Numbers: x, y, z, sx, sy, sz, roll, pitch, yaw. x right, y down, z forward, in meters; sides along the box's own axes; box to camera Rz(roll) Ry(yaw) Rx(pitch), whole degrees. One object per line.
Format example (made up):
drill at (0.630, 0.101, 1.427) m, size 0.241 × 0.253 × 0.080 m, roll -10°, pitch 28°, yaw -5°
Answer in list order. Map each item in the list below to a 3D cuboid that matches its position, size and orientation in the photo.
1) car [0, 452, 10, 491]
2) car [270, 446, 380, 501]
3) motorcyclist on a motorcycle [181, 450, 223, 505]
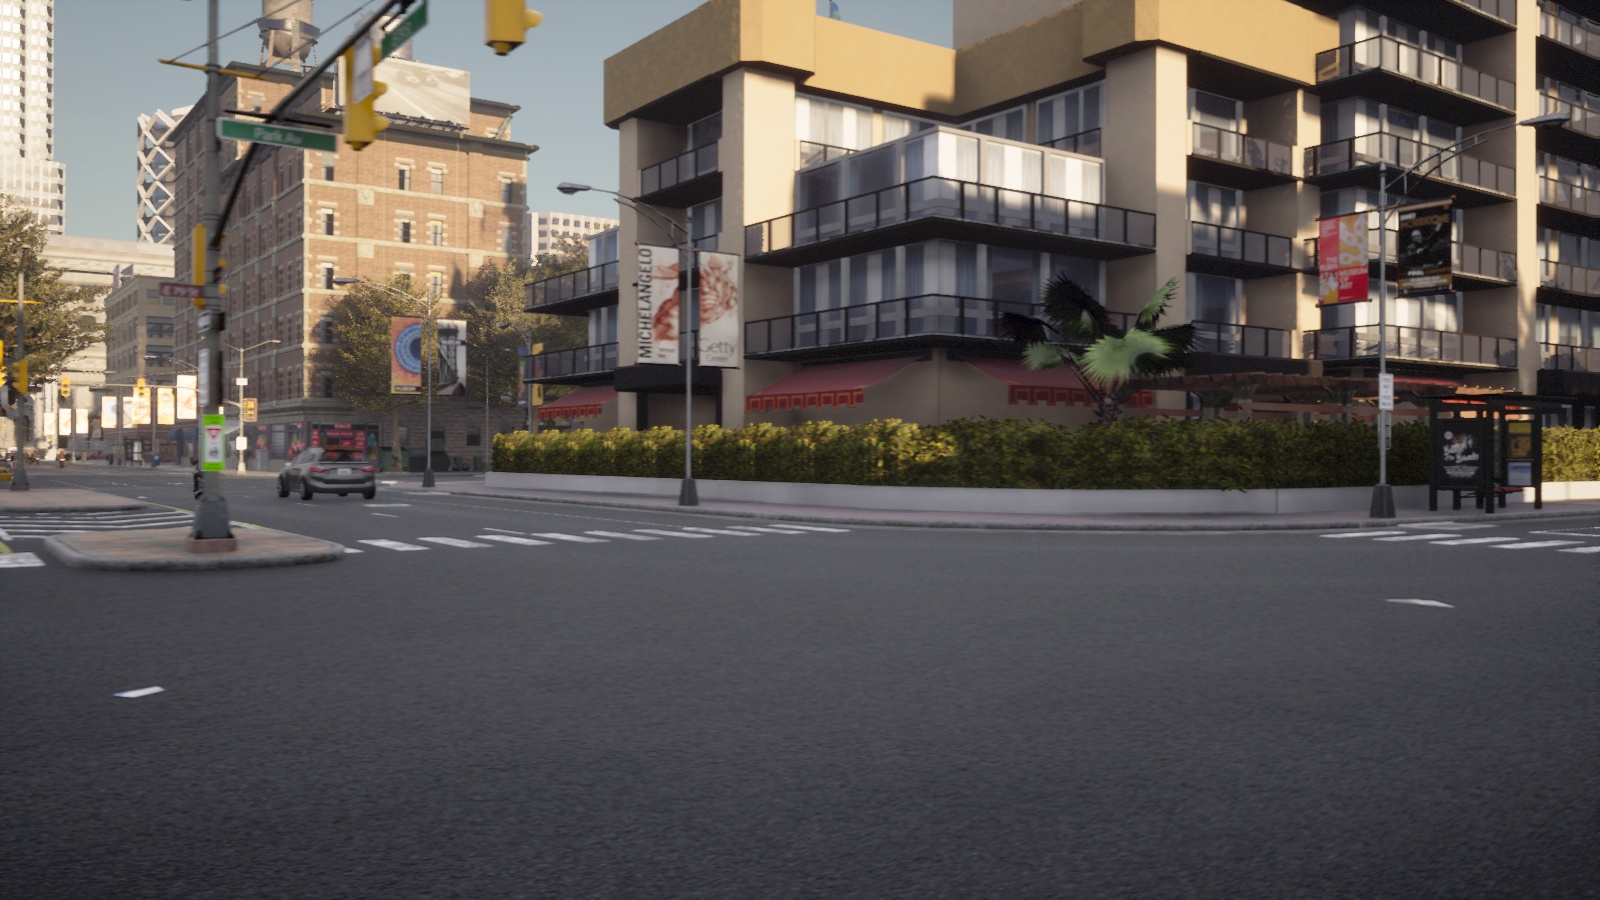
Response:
car at (-34.867, 0.881, 50.277) m, size 5.366 × 1.575 × 1.801 m, roll 0°, pitch 0°, yaw -36°
car at (-15.332, 0.721, 40.393) m, size 2.242 × 1.667 × 4.611 m, roll 0°, pitch 0°, yaw -35°
motorcyclist on a motorcycle at (-18.494, 0.829, 38.806) m, size 0.766 × 1.649 × 2.350 m, roll 0°, pitch 0°, yaw -35°
